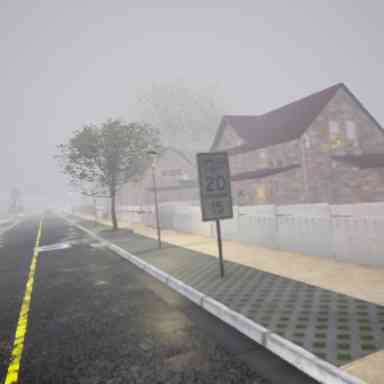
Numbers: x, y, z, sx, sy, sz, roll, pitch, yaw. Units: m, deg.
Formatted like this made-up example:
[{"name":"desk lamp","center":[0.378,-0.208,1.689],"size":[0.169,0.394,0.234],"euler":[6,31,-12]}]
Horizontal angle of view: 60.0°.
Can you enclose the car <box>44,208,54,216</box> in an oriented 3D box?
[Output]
[{"name":"car","center":[-32.441,4.601,75.355],"size":[1.994,1.385,4.181],"euler":[-5,0,-24]}]

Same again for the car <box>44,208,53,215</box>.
[{"name":"car","center":[-36.490,4.853,84.449],"size":[2.033,1.411,5.357],"euler":[-5,0,-24]}]
